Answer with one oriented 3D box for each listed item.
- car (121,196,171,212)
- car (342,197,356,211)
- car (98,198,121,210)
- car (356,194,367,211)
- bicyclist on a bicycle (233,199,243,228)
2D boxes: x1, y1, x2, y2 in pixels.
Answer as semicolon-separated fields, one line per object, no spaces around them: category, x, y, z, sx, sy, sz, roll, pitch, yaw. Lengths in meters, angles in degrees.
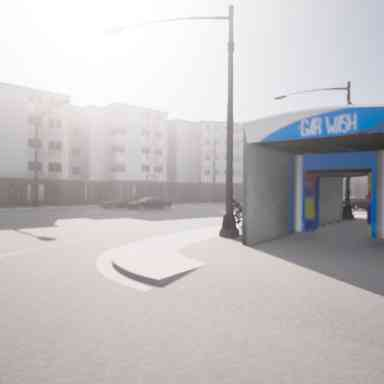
car;-4.492;1.213;35.044;5.008;1.535;1.882;0;0;-41
car;20.216;1.430;40.172;4.892;1.490;1.837;0;0;-18
car;-7.877;1.295;36.721;4.718;1.301;1.895;0;0;-43
car;21.571;1.180;36.966;5.566;2.045;2.150;0;0;-18
bicyclist on a bicycle;2.478;1.204;18.776;1.656;1.620;0.582;0;0;38
